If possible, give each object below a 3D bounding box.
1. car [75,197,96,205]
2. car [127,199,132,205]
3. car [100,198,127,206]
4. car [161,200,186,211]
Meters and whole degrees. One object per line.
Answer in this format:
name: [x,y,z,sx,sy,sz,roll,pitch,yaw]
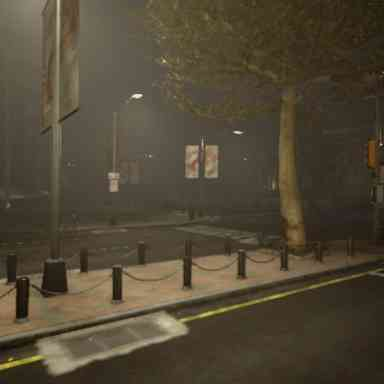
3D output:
car: [-21.195,1.779,66.239,4.181,1.385,1.994,0,0,30]
car: [-13.550,1.849,65.141,4.181,1.385,1.994,0,-1,41]
car: [-15.072,1.801,61.929,5.357,1.411,2.033,0,-1,43]
car: [-2.650,1.790,46.163,1.812,1.442,4.674,1,-1,-36]
